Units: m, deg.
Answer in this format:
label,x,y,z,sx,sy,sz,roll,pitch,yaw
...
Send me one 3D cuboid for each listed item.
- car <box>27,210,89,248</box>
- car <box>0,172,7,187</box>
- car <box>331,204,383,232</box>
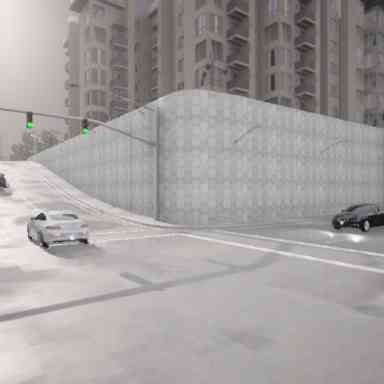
label,x,y,z,sx,sy,sz,roll,pitch,yaw
car,-6.022,1.520,14.782,1.812,1.442,4.674,0,0,-36
car,-21.346,-1.476,36.082,1.837,1.490,4.892,0,12,-36
car,10.346,1.481,19.984,4.892,1.490,1.837,0,0,-36
